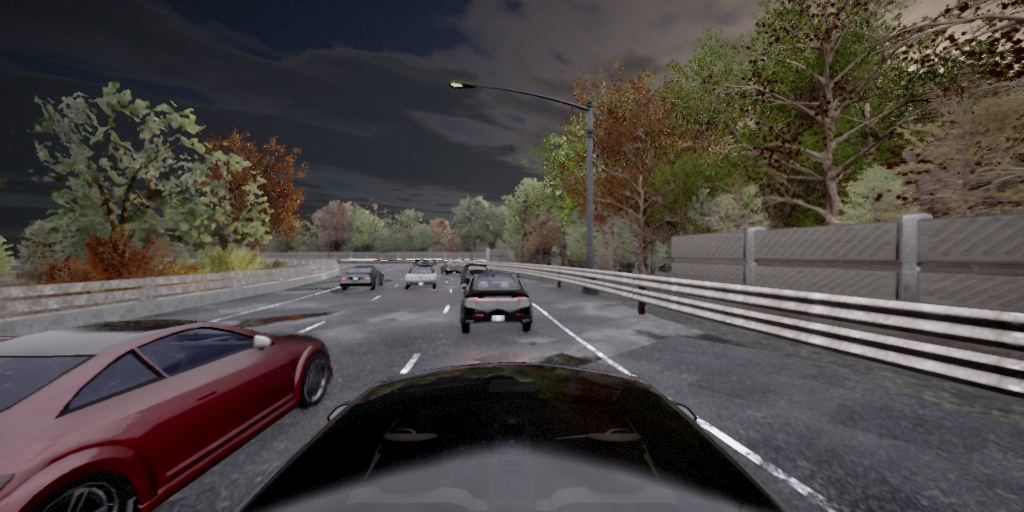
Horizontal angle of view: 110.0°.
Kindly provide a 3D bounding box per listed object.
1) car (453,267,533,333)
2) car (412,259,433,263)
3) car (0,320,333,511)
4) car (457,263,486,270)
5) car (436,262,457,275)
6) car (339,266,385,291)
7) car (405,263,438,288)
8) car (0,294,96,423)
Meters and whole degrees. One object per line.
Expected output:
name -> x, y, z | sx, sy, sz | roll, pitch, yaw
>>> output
car -> -0.540, 1.246, 10.782 | 2.128, 1.511, 4.902 | 0, 0, -5
car -> -14.179, 1.293, 55.468 | 1.837, 1.490, 4.892 | 0, 0, -29
car -> -3.582, 1.316, 3.531 | 1.994, 1.385, 4.181 | 0, 0, -1
car -> -2.486, 1.271, 23.899 | 1.837, 1.490, 4.892 | 0, 1, -11
car -> -6.624, 1.376, 38.716 | 1.895, 1.301, 4.718 | 0, 0, -19
car -> -9.179, 1.313, 22.270 | 2.033, 1.411, 5.357 | 0, 0, -12
car -> -5.966, 1.366, 23.794 | 1.895, 1.301, 4.718 | 0, 0, -12
car -> -7.044, 1.278, 2.963 | 1.812, 1.442, 4.674 | 0, 0, 0
